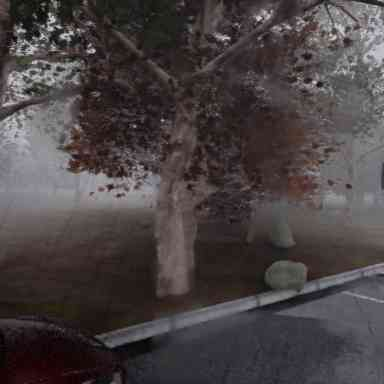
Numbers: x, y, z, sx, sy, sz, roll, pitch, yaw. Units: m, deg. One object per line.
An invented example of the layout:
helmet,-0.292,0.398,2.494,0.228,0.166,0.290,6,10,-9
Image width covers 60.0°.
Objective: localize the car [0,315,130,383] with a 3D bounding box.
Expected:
car,-2.768,1.506,2.081,4.792,1.488,2.163,0,0,-33
